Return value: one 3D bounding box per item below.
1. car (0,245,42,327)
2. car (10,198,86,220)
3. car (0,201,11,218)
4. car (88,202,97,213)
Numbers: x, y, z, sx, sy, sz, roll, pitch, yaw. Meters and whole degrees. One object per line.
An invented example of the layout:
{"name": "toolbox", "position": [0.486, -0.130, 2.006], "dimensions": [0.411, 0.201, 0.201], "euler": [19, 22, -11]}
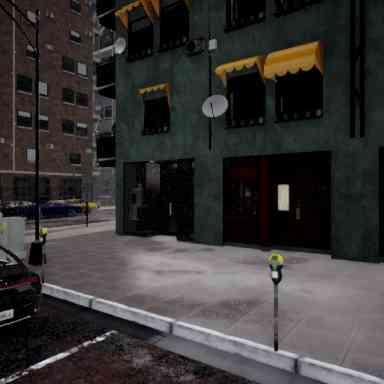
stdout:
{"name": "car", "position": [-4.487, 1.551, 6.065], "dimensions": [4.403, 1.369, 2.008], "euler": [0, 0, 35]}
{"name": "car", "position": [-11.054, 1.378, 25.881], "dimensions": [1.895, 1.301, 4.718], "euler": [0, 1, 35]}
{"name": "car", "position": [-14.067, 1.350, 26.067], "dimensions": [2.008, 1.369, 4.403], "euler": [1, 1, 35]}
{"name": "car", "position": [-10.982, 1.249, 30.495], "dimensions": [1.752, 1.417, 4.829], "euler": [1, 1, 35]}
